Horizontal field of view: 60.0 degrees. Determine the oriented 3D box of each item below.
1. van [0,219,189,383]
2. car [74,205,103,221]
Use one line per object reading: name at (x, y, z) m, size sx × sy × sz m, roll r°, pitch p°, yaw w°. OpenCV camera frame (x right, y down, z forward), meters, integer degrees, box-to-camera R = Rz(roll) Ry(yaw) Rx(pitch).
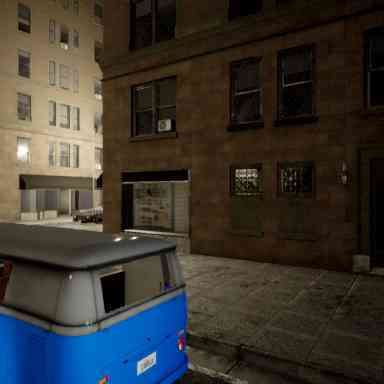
van at (-1.966, 1.341, 4.085) m, size 3.998 × 1.788 × 1.690 m, roll 0°, pitch 0°, yaw 33°
car at (-6.335, 1.650, 25.294) m, size 2.033 × 1.411 × 5.357 m, roll 0°, pitch 0°, yaw 33°
